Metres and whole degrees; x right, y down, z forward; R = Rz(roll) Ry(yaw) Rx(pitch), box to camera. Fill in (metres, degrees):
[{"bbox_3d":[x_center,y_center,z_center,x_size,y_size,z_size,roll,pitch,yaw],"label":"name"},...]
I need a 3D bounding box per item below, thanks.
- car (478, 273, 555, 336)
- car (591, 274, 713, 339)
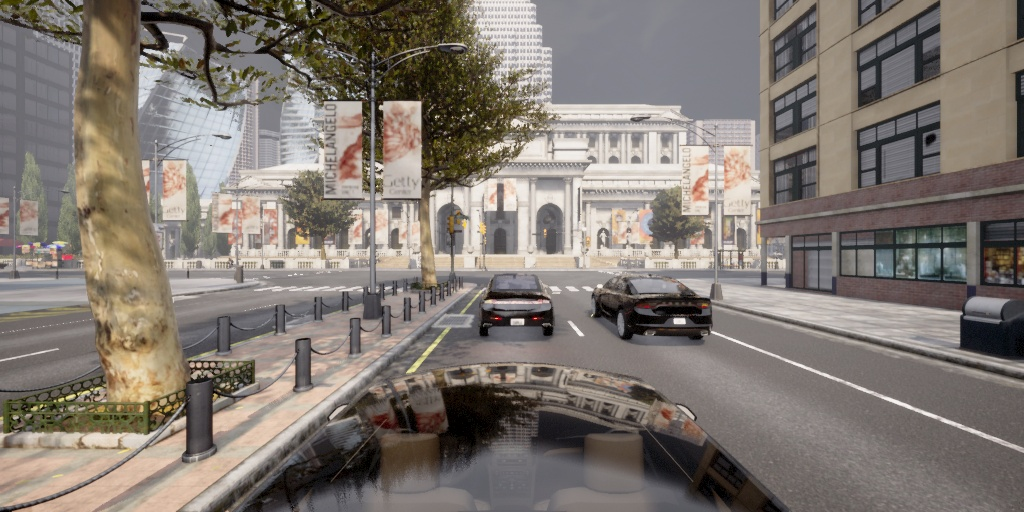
[{"bbox_3d":[0.080,1.242,10.332,2.128,1.511,4.902,0,0,-1],"label":"car"},{"bbox_3d":[3.565,1.228,10.065,1.882,1.535,5.008,0,0,0],"label":"car"}]
